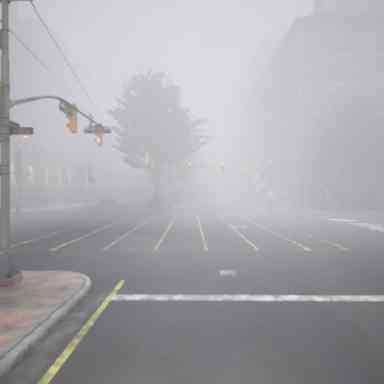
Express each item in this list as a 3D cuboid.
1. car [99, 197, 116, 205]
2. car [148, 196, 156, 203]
[{"bbox_3d":[-14.747,1.612,58.156,1.895,1.301,4.718,0,0,0],"label":"car"},{"bbox_3d":[-7.997,1.498,70.082,1.882,1.535,5.008,0,0,0],"label":"car"}]
